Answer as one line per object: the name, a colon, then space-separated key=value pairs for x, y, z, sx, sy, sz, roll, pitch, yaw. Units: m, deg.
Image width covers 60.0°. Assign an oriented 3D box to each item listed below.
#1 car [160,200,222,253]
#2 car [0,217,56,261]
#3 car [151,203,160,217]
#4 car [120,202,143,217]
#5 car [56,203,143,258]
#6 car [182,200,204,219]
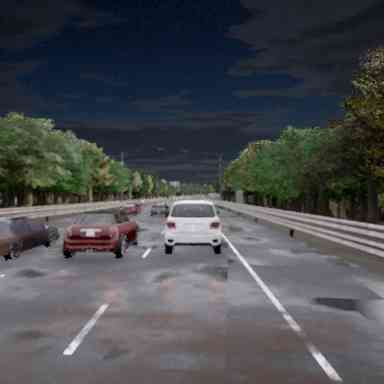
car: x=0.057 y=1.360 z=14.401 sx=2.150 sy=2.045 sz=5.566 roll=0 pitch=0 yaw=0
car: x=-6.956 y=1.663 z=12.784 sx=2.033 sy=1.411 sz=5.357 roll=0 pitch=-1 yaw=0
car: x=-3.414 y=1.915 z=36.884 sx=2.128 sy=1.511 sz=4.902 roll=0 pitch=-1 yaw=0
car: x=-6.912 y=1.966 z=38.320 sx=1.812 sy=1.442 sz=4.674 roll=0 pitch=-1 yaw=0
car: x=-3.453 y=1.476 z=13.496 sx=2.097 sy=1.767 sz=4.553 roll=0 pitch=-1 yaw=0
car: x=0.084 y=1.746 z=34.717 sx=2.097 sy=1.767 sz=4.553 roll=0 pitch=-1 yaw=0
